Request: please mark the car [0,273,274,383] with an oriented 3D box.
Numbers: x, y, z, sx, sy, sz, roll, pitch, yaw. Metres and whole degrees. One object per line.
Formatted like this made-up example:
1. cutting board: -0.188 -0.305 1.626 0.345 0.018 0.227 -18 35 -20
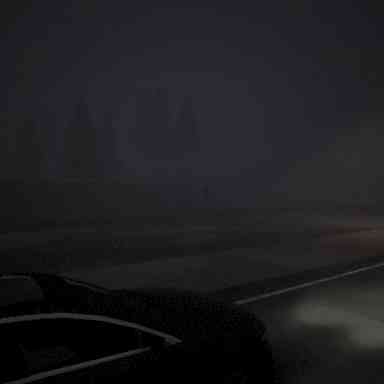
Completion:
1. car: -1.386 1.489 2.758 4.902 1.511 2.128 0 0 -35
